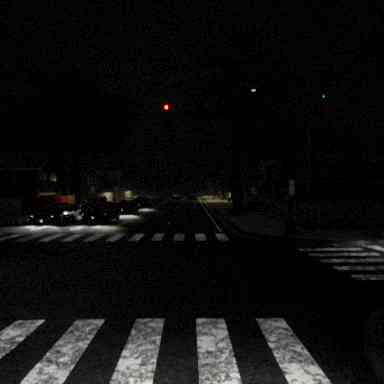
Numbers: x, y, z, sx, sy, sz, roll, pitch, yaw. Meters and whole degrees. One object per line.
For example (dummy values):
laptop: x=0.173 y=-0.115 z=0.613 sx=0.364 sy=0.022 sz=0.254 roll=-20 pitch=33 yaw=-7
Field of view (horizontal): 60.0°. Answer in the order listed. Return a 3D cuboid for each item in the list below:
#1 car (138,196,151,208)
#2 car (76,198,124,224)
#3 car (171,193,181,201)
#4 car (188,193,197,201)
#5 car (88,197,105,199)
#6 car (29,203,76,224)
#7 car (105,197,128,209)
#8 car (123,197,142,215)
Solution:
car: x=-6.595 y=1.324 z=43.785 sx=1.837 sy=1.490 sz=4.892 roll=0 pitch=1 yaw=0
car: x=-6.603 y=1.462 z=24.484 sx=1.837 sy=1.490 sz=4.892 roll=0 pitch=0 yaw=0
car: x=-3.160 y=0.919 z=67.773 sx=2.128 sy=1.511 sz=4.902 roll=0 pitch=1 yaw=0
car: x=0.093 y=0.917 z=67.083 sx=1.882 sy=1.535 sz=5.008 roll=0 pitch=1 yaw=0
car: x=-9.853 y=1.276 z=33.789 sx=2.097 sy=1.767 sz=4.553 roll=0 pitch=0 yaw=0
car: x=-9.855 y=1.505 z=24.405 sx=2.033 sy=1.411 sz=5.357 roll=0 pitch=0 yaw=0
car: x=-9.847 y=1.419 z=43.836 sx=1.895 sy=1.301 sz=4.718 roll=0 pitch=1 yaw=0
car: x=-6.601 y=1.490 z=33.381 sx=1.994 sy=1.385 sz=4.181 roll=0 pitch=0 yaw=0
